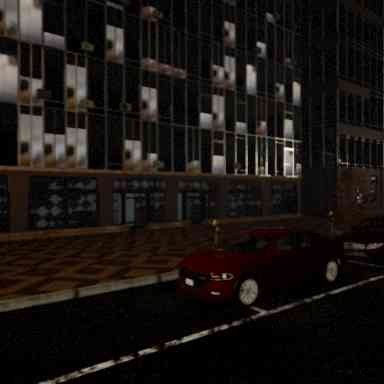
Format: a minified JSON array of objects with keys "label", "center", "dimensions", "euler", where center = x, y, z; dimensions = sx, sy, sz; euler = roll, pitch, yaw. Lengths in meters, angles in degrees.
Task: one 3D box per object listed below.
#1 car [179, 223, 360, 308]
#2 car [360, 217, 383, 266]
[{"label":"car","center":[1.783,1.507,7.834],"dimensions":[4.507,1.381,1.887],"euler":[0,0,-36]},{"label":"car","center":[6.416,1.507,11.144],"dimensions":[4.206,1.307,1.802],"euler":[0,0,-36]}]
